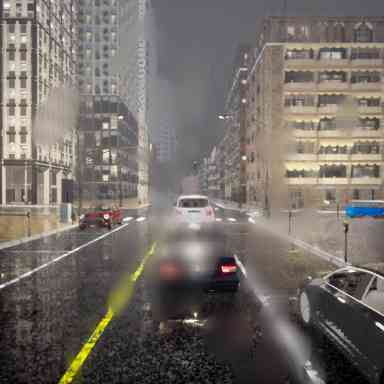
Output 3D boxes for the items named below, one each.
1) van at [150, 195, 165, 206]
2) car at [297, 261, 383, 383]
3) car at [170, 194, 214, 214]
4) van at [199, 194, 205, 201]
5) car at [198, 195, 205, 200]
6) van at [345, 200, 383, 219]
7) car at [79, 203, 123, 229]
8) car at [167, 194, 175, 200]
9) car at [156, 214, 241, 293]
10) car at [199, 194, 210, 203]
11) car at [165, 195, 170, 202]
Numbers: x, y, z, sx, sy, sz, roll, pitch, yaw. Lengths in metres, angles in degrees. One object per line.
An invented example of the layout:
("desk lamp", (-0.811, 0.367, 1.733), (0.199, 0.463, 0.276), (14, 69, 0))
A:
("van", (-5.751, 1.355, 53.606), (1.690, 1.788, 3.998), (0, 0, 0))
("car", (2.685, 1.551, 4.195), (2.008, 1.369, 4.403), (0, 0, 0))
("car", (0.084, 1.223, 19.221), (2.150, 2.045, 5.566), (0, 0, 0))
("van", (2.591, 1.381, 86.923), (1.690, 1.788, 3.998), (0, 0, 0))
("car", (2.586, 1.596, 92.473), (2.008, 1.369, 4.403), (0, 0, 0))
("van", (16.894, 1.708, 31.891), (3.998, 1.788, 1.690), (1, -1, 0))
("car", (-5.715, 1.442, 21.132), (1.967, 1.590, 4.097), (0, 0, 0))
("car", (-5.795, 1.485, 92.463), (1.967, 1.590, 4.097), (0, 0, 0))
("car", (0.094, 1.548, 8.969), (2.033, 1.411, 5.357), (0, 0, -1))
("car", (2.610, 1.341, 70.270), (2.192, 1.841, 5.009), (0, 0, 0))
("car", (-5.776, 1.556, 75.640), (1.752, 1.417, 4.829), (0, 0, 0))
